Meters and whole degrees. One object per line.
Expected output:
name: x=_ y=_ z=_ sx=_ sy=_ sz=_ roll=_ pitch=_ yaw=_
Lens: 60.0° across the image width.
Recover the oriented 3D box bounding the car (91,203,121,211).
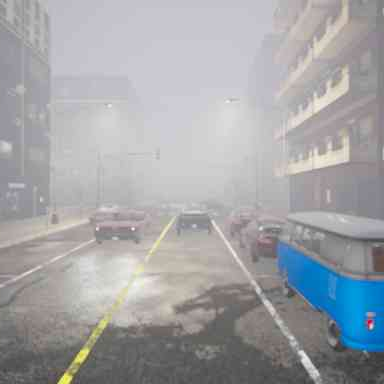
car: x=-5.761 y=1.468 z=22.925 sx=2.008 sy=1.369 sz=4.403 roll=1 pitch=0 yaw=0

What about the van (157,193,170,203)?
van: x=-5.561 y=1.116 z=60.969 sx=1.690 sy=1.788 sz=3.998 roll=1 pitch=0 yaw=0

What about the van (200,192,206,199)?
van: x=3.124 y=0.985 z=94.902 sx=1.690 sy=1.788 sz=3.998 roll=1 pitch=0 yaw=0

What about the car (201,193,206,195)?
car: x=2.986 y=1.331 z=59.306 sx=2.008 sy=1.369 sz=4.403 roll=1 pitch=0 yaw=0

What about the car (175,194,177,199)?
car: x=-5.336 y=1.254 z=83.645 sx=1.947 sy=1.339 sz=4.313 roll=1 pitch=0 yaw=0

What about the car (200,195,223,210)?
car: x=1.979 y=1.399 z=35.270 sx=1.994 sy=1.385 sz=4.181 roll=2 pitch=2 yaw=25

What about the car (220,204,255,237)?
car: x=2.674 y=1.520 z=17.183 sx=1.802 sy=1.307 sz=4.206 roll=1 pitch=0 yaw=0

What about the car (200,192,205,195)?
car: x=3.005 y=1.260 z=77.893 sx=2.008 sy=1.369 sz=4.403 roll=1 pitch=0 yaw=0

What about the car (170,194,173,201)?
car: x=-5.451 y=1.319 z=66.633 sx=1.947 sy=1.339 sz=4.313 roll=1 pitch=0 yaw=0

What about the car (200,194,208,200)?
car: x=3.043 y=1.269 z=83.563 sx=1.802 sy=1.307 sz=4.206 roll=1 pitch=0 yaw=0

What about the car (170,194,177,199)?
car: x=-5.259 y=1.189 z=94.985 sx=1.887 sy=1.381 sz=4.507 roll=1 pitch=0 yaw=0

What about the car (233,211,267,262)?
car: x=2.672 y=1.541 z=11.513 sx=1.802 sy=1.307 sz=4.206 roll=1 pitch=0 yaw=0

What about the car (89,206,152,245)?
car: x=-3.066 y=1.545 z=15.484 sx=1.895 sy=1.301 sz=4.718 roll=0 pitch=0 yaw=0

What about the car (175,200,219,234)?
car: x=0.109 y=1.424 z=18.561 sx=2.128 sy=1.511 sz=4.902 roll=0 pitch=0 yaw=0

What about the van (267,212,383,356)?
van: x=2.674 y=1.320 z=5.841 sx=1.690 sy=1.788 sz=3.998 roll=1 pitch=0 yaw=0

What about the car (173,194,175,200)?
car: x=-5.411 y=1.171 z=72.303 sx=1.967 sy=1.590 sz=4.097 roll=1 pitch=0 yaw=0
